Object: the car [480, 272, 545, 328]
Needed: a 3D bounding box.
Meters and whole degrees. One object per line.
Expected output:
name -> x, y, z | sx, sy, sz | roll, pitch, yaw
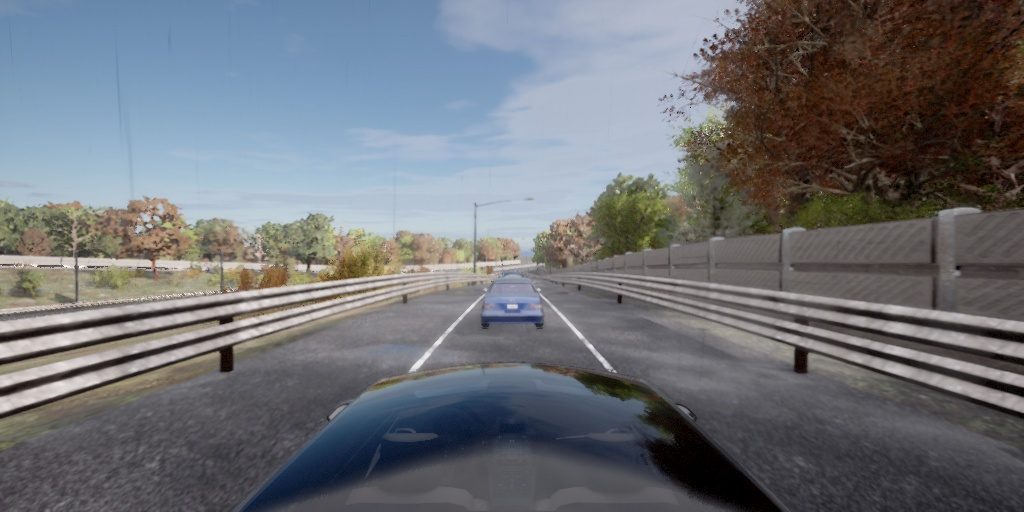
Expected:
car -> 0.011, 1.400, 11.763 | 2.033, 1.411, 5.357 | 0, -1, 0
